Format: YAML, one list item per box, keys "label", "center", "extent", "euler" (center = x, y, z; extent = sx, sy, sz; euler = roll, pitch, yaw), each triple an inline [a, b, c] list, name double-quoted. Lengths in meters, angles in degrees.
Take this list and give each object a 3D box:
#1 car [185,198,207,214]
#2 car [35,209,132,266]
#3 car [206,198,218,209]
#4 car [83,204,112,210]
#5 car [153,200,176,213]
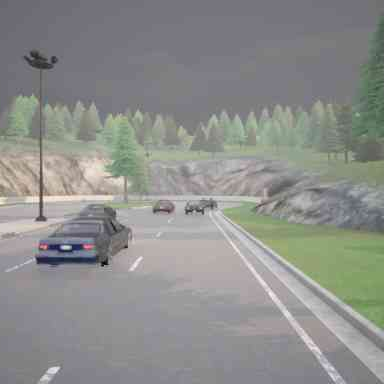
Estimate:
- label: "car"
  center: [0.341, 1.601, 34.364]
  extent: [1.895, 1.301, 4.718]
  euler: [0, 0, 3]
- label: "car"
  center: [-3.398, 1.547, 11.480]
  extent: [2.033, 1.411, 5.357]
  euler: [0, 0, 0]
- label: "car"
  center: [2.216, 1.492, 44.516]
  extent: [2.128, 1.511, 4.902]
  euler: [0, 0, 14]
- label: "car"
  center: [-6.895, 1.563, 24.481]
  extent: [1.994, 1.385, 4.181]
  euler: [0, 0, 0]
- label: "car"
  center: [-2.981, 1.563, 36.576]
  extent: [1.994, 1.385, 4.181]
  euler: [0, 0, 4]
